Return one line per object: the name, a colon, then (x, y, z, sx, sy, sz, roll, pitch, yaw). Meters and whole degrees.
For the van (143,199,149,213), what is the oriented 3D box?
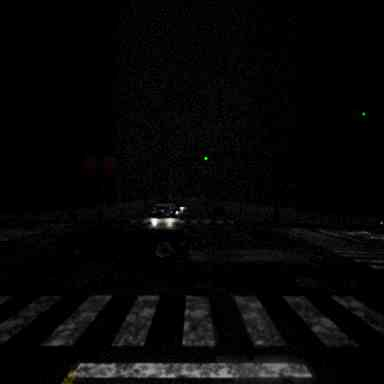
van: (-5.540, 1.854, 44.863, 1.690, 1.788, 3.998, 0, -1, 0)

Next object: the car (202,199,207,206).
car: (3.032, 2.127, 50.301, 2.008, 1.369, 4.403, 0, -1, 0)

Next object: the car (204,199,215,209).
car: (2.986, 2.039, 44.959, 1.752, 1.417, 4.829, 0, -1, 0)

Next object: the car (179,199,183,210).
car: (-2.816, 2.121, 50.126, 2.033, 1.411, 5.357, 0, -1, 1)

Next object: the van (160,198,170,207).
van: (-5.349, 2.109, 66.911, 1.690, 1.788, 3.998, 0, -1, 0)

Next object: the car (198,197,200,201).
car: (3.414, 2.529, 94.403, 1.967, 1.590, 4.097, 0, -1, 0)

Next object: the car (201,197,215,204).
car: (3.080, 1.955, 55.816, 2.192, 1.841, 5.009, 0, -1, 0)

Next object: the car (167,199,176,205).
car: (-5.206, 2.506, 83.444, 1.887, 1.381, 4.507, 0, -1, 0)

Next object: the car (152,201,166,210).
car: (-5.445, 2.206, 55.884, 1.947, 1.339, 4.313, 0, -1, 0)

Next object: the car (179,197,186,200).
car: (-2.637, 2.241, 64.647, 1.837, 1.490, 4.892, 0, 1, 1)

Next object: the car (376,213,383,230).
car: (15.570, 1.798, 22.470, 5.566, 2.045, 2.150, 1, -1, 0)

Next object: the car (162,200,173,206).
car: (-5.302, 2.377, 72.420, 1.887, 1.381, 4.507, 0, -1, 0)

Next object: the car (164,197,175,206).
car: (-5.254, 2.212, 77.935, 2.192, 1.841, 5.009, 0, -1, 0)

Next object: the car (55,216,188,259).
car: (-2.520, 1.747, 12.670, 4.718, 1.301, 1.895, 0, -1, 0)

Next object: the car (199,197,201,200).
car: (3.271, 2.336, 77.865, 1.967, 1.590, 4.097, 0, -1, 0)

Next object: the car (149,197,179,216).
car: (-2.950, 1.638, 36.469, 2.150, 2.045, 5.566, 0, -1, 1)

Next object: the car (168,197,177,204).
car: (-5.158, 2.340, 88.959, 2.192, 1.841, 5.009, 0, -1, 0)

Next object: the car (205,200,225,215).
car: (2.937, 1.999, 39.276, 2.008, 1.369, 4.403, 0, -1, 0)
